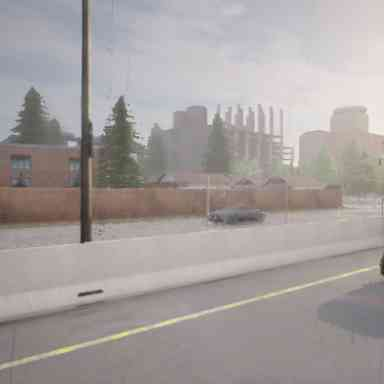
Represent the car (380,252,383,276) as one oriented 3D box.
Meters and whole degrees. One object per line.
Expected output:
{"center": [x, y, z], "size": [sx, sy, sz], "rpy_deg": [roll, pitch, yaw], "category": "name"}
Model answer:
{"center": [6.659, 1.558, 8.503], "size": [4.181, 1.385, 1.994], "rpy_deg": [0, 0, -35], "category": "car"}
